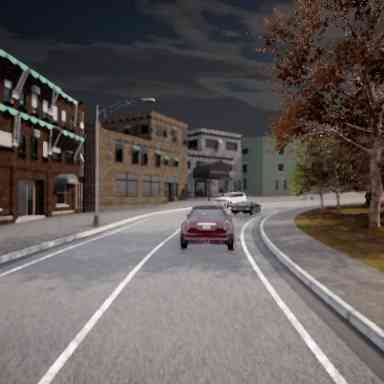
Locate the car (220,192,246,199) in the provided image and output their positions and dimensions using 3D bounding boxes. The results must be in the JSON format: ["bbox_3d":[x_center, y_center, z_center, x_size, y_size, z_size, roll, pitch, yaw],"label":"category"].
[{"bbox_3d":[5.208,1.067,44.907,2.150,2.045,5.566,-1,0,43],"label":"car"}]

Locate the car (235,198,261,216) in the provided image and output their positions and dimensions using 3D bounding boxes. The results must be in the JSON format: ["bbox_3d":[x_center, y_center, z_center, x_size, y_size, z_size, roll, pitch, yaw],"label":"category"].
[{"bbox_3d":[5.289,1.517,31.799,1.895,1.301,4.718,0,0,23],"label":"car"}]

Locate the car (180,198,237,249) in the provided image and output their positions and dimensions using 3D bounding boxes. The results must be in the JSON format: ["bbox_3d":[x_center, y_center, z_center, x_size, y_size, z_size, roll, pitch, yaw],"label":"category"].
[{"bbox_3d":[0.781,1.342,14.609,2.097,1.767,4.553,0,0,6],"label":"car"}]
